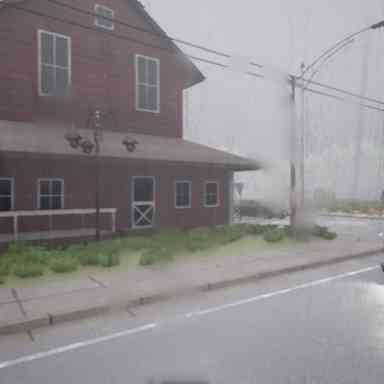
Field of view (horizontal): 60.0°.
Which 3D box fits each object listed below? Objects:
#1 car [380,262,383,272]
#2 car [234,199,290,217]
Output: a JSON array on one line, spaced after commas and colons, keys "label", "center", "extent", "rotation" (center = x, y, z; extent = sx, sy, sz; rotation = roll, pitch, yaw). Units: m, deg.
[{"label": "car", "center": [7.270, 1.487, 8.903], "extent": [5.357, 1.411, 2.033], "rotation": [0, 0, -34]}, {"label": "car", "center": [5.346, 1.344, 26.030], "extent": [1.837, 1.490, 4.892], "rotation": [0, 0, -36]}]
